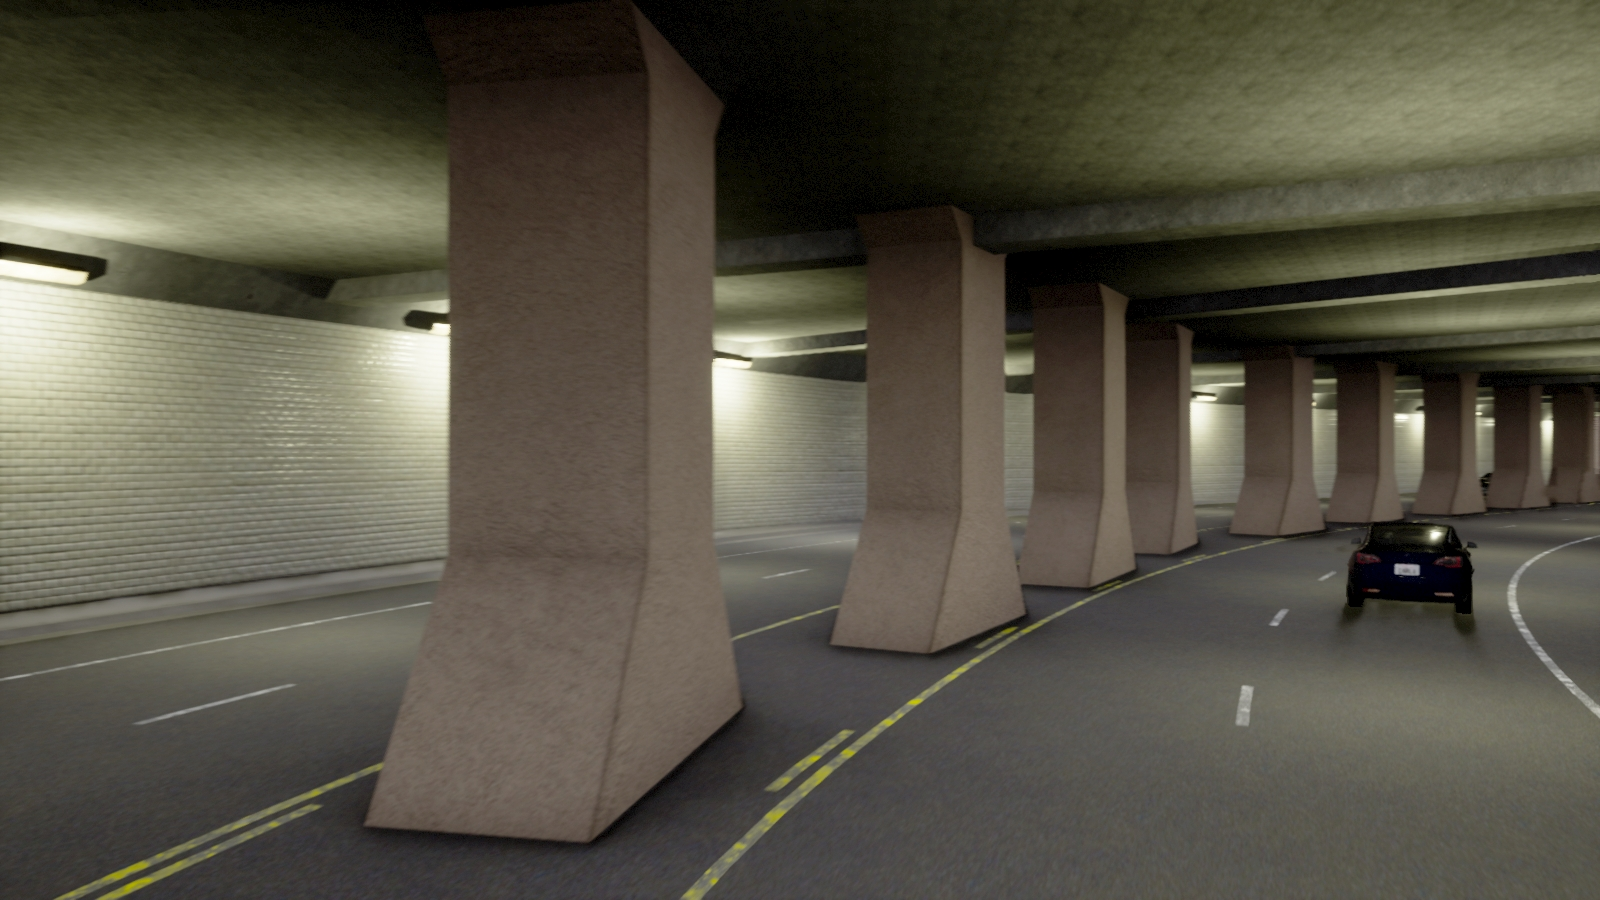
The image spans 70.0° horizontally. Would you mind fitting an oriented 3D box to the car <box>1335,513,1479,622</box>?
[{"bbox_3d":[11.417,2.076,21.384,2.163,1.488,4.792,0,0,30],"label":"car"}]
